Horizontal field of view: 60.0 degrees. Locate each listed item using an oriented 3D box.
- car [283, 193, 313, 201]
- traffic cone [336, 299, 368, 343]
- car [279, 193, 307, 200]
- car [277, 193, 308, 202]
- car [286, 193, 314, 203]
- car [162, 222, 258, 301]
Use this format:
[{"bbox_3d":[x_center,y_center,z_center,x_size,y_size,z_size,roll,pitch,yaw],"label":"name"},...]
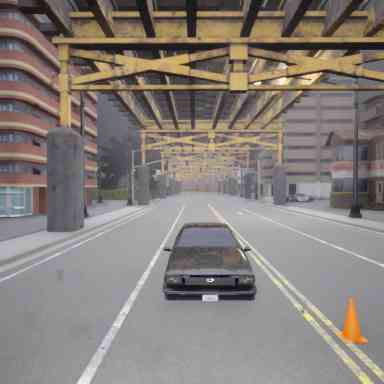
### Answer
[{"bbox_3d":[17.531,0.848,54.843,4.536,1.218,1.853,0,1,-20],"label":"car"},{"bbox_3d":[2.455,1.949,5.111,0.340,0.580,0.340,0,0,0],"label":"traffic cone"},{"bbox_3d":[17.878,0.801,58.960,4.536,1.218,1.853,0,1,25],"label":"car"},{"bbox_3d":[17.831,0.959,58.984,4.974,1.542,2.038,0,1,25],"label":"car"},{"bbox_3d":[17.482,1.006,54.827,4.974,1.542,2.038,0,1,-20],"label":"car"},{"bbox_3d":[0.364,1.533,8.719,2.033,1.411,5.357,0,0,1],"label":"car"}]
